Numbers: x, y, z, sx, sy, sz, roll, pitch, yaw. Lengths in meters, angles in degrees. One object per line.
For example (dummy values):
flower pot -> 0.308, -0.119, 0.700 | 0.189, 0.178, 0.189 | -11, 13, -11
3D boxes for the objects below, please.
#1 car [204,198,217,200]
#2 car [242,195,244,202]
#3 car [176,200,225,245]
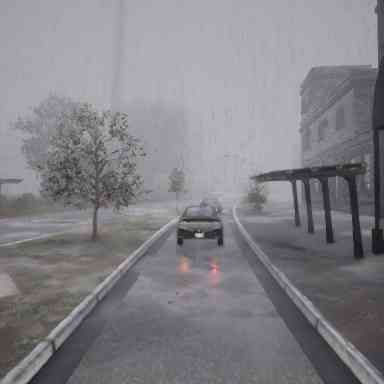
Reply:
car -> 1.651, 1.243, 29.418 | 1.994, 1.385, 4.181 | 0, 0, 6
car -> 10.216, 1.107, 60.691 | 2.097, 1.535, 5.008 | -1, 0, 13
car -> 0.402, 1.332, 14.546 | 2.128, 1.511, 4.902 | 0, 1, 3
